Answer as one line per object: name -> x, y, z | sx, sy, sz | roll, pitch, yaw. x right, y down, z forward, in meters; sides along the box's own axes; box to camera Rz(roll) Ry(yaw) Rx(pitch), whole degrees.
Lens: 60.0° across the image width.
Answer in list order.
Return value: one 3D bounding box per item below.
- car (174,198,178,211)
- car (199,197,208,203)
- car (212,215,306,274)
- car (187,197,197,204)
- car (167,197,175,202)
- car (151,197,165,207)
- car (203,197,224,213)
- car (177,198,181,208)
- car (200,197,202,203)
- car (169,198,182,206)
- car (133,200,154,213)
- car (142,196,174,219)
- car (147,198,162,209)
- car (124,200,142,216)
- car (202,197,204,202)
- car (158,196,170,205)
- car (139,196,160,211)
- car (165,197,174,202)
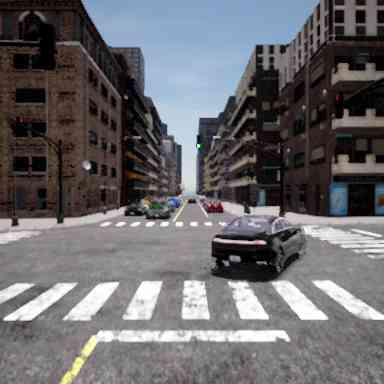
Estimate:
car -> -3.072, 1.764, 40.716 | 1.895, 1.301, 4.718 | 0, 0, 0
car -> 2.706, 1.883, 79.293 | 2.008, 1.369, 4.403 | 0, 0, 0
car -> 2.310, 1.485, 10.773 | 2.128, 1.511, 4.902 | -1, 0, 29
car -> 0.016, 1.855, 72.699 | 1.994, 1.385, 4.181 | 0, 0, 0
car -> -5.672, 1.936, 90.657 | 2.008, 1.369, 4.403 | 0, 0, 0
car -> -5.679, 1.671, 56.564 | 1.967, 1.590, 4.097 | 0, 0, 0
car -> 2.697, 1.598, 39.517 | 1.967, 1.590, 4.097 | 0, 0, 0
car -> -2.998, 1.684, 51.084 | 1.882, 1.535, 5.008 | 0, 0, 0
car -> 2.701, 1.812, 56.564 | 1.802, 1.307, 4.206 | 0, 0, 0
car -> -2.988, 1.800, 61.653 | 2.033, 1.411, 5.357 | 0, 0, 0
car -> -5.683, 1.683, 39.347 | 1.752, 1.417, 4.829 | 0, 0, 0
car -> -3.060, 1.474, 30.785 | 2.097, 1.767, 4.553 | 0, 0, -1
car -> -5.681, 1.731, 50.711 | 1.752, 1.417, 4.829 | 0, 0, 0
car -> -5.684, 1.700, 33.834 | 1.947, 1.339, 4.313 | 0, 0, 0
car -> 2.698, 1.621, 45.199 | 1.967, 1.590, 4.097 | 0, 0, 0
car -> -5.677, 1.721, 67.929 | 1.967, 1.590, 4.097 | 0, 0, 0
car -> -5.682, 1.497, 45.200 | 2.192, 1.841, 5.009 | 0, 0, 0
car -> -5.673, 1.910, 84.975 | 2.008, 1.369, 4.403 | 0, 0, 0
